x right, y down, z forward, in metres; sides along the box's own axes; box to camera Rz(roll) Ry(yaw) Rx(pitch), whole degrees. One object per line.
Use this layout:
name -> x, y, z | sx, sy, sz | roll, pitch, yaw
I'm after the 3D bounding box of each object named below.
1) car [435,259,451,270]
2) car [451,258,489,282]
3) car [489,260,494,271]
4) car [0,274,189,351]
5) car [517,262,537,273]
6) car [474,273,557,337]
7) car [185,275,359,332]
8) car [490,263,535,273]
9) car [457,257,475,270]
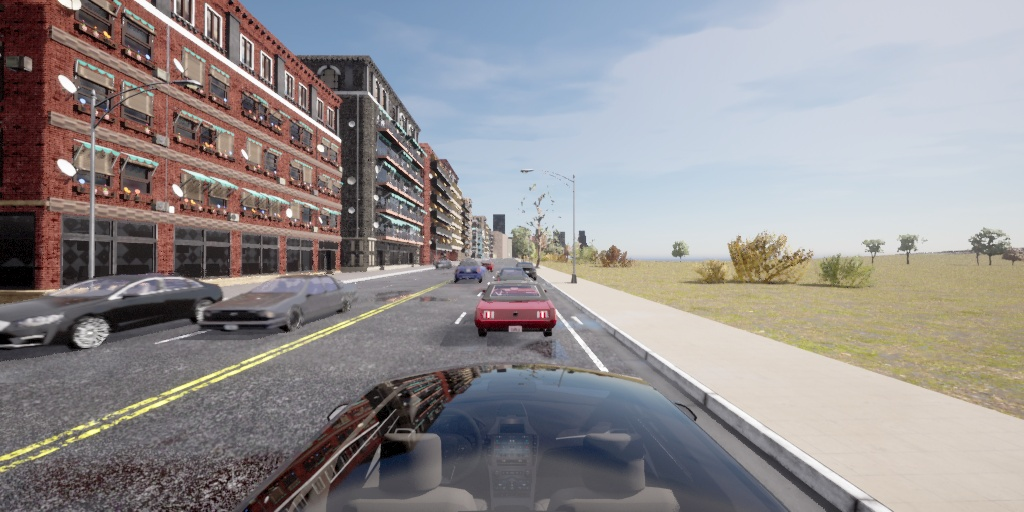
car -> -9.995, 1.244, 52.493 | 2.128, 1.511, 4.902 | 0, 0, 0
car -> -3.230, 1.107, 28.564 | 2.097, 1.767, 4.553 | 0, 0, 0
car -> -3.279, 1.231, 45.008 | 1.882, 1.535, 5.008 | 0, 0, 0
car -> -9.874, 1.243, 9.129 | 2.128, 1.511, 4.902 | 0, 0, 0
car -> 1.052, 1.259, 30.298 | 1.837, 1.490, 4.892 | 0, 0, 0
car -> 0.075, 1.352, 10.274 | 1.895, 1.301, 4.718 | 0, 0, 0
car -> -6.628, 1.299, 11.115 | 2.033, 1.411, 5.357 | 0, 0, 0
car -> 0.036, 1.317, 20.305 | 1.994, 1.385, 4.181 | 0, 0, 0
car -> -6.746, 1.104, 53.351 | 2.097, 1.767, 4.553 | 0, 0, 0
